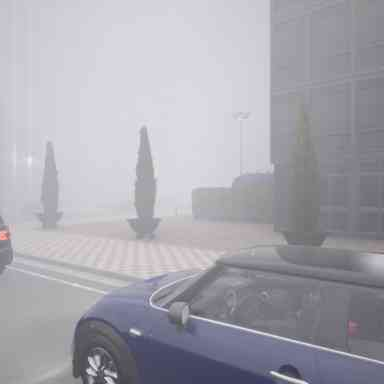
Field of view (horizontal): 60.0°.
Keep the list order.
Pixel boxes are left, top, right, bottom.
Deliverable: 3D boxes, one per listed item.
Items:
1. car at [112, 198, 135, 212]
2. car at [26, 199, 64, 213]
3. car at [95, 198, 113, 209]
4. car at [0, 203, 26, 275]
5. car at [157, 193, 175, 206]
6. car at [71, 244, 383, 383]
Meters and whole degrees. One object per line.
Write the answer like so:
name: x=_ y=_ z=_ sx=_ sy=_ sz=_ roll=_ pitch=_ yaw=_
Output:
car: x=-6.768 y=1.564 z=39.001 sx=1.994 sy=1.385 sz=4.181 roll=0 pitch=0 yaw=35
car: x=-16.814 y=1.491 z=37.206 sx=2.128 sy=1.511 sz=4.902 roll=0 pitch=0 yaw=35
car: x=-11.115 y=1.564 z=45.343 sx=1.994 sy=1.385 sz=4.181 roll=0 pitch=0 yaw=35
car: x=-7.056 y=1.222 z=9.004 sx=5.566 sy=2.045 sz=2.150 roll=0 pitch=0 yaw=36
car: x=-5.029 y=1.221 z=54.024 sx=2.150 sy=2.045 sz=5.566 roll=0 pitch=0 yaw=35
car: x=0.807 y=1.352 z=3.418 sx=4.553 sy=1.767 sz=2.097 roll=0 pitch=0 yaw=36
